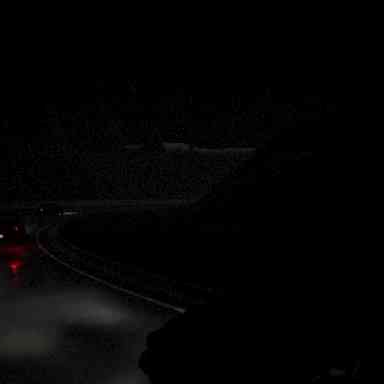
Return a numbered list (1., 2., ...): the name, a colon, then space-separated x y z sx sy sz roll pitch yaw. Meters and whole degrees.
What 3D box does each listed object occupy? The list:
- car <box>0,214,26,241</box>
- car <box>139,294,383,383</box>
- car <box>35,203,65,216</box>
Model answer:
1. car: -9.932 1.813 17.674 1.895 1.301 4.718 0 -1 -25
2. car: 1.780 1.625 2.811 4.718 1.301 1.895 -1 -1 36
3. car: -16.677 2.016 39.313 1.994 1.385 4.181 0 -1 5
